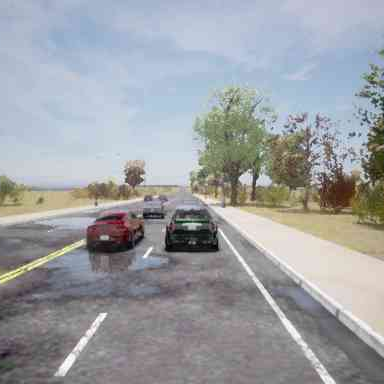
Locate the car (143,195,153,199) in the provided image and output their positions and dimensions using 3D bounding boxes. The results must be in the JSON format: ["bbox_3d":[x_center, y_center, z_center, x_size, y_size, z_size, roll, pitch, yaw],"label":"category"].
[{"bbox_3d":[-9.807,1.379,74.958,1.837,1.490,4.892,0,0,0],"label":"car"}]

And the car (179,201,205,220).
[{"bbox_3d":[0.000,1.543,29.654,2.033,1.411,5.357,0,0,0],"label":"car"}]

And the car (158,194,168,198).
[{"bbox_3d":[-6.557,1.234,75.005,2.097,1.767,4.553,0,0,0],"label":"car"}]

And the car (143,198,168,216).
[{"bbox_3d":[-3.250,1.543,29.654,2.033,1.411,5.357,0,0,0],"label":"car"}]

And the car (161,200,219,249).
[{"bbox_3d":[0.000,1.360,14.623,2.097,1.767,4.553,0,0,0],"label":"car"}]

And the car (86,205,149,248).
[{"bbox_3d":[-3.250,1.527,14.653,1.812,1.442,4.674,0,0,0],"label":"car"}]
